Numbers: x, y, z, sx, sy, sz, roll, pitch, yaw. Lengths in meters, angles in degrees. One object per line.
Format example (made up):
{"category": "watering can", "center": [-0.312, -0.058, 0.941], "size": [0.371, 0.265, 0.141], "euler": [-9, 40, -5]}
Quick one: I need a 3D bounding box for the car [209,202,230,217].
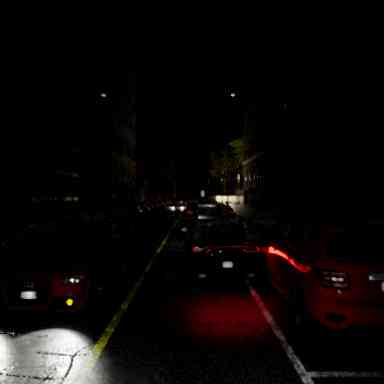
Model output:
{"category": "car", "center": [2.782, 1.777, 34.387], "size": [1.802, 1.307, 4.206], "euler": [0, 0, 0]}

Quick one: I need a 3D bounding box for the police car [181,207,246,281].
{"category": "police car", "center": [0.717, 1.483, 10.247], "size": [1.930, 1.638, 5.238], "euler": [0, 0, -2]}

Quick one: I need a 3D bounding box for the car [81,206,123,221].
{"category": "car", "center": [-5.315, 1.651, 17.863], "size": [2.008, 1.369, 4.403], "euler": [0, 0, 0]}

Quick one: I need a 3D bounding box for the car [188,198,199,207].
{"category": "car", "center": [0.263, 1.892, 61.544], "size": [1.812, 1.442, 4.674], "euler": [0, 0, 0]}

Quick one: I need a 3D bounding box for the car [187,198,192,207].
{"category": "car", "center": [0.202, 1.875, 47.145], "size": [1.895, 1.301, 4.718], "euler": [0, 0, 0]}

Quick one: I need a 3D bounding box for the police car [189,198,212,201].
{"category": "police car", "center": [0.934, 1.573, 26.282], "size": [1.930, 1.638, 5.238], "euler": [0, 0, 0]}

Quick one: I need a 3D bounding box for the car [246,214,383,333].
{"category": "car", "center": [2.663, 1.354, 6.798], "size": [2.192, 1.841, 5.009], "euler": [0, 0, 0]}

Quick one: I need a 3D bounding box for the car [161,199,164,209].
{"category": "car", "center": [-5.196, 1.788, 45.286], "size": [1.752, 1.417, 4.829], "euler": [0, 0, 0]}

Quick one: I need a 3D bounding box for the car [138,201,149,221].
{"category": "car", "center": [-5.267, 1.728, 28.900], "size": [1.947, 1.339, 4.313], "euler": [0, 0, 0]}

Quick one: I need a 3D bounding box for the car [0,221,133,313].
{"category": "car", "center": [-2.820, 1.608, 7.745], "size": [1.994, 1.385, 4.181], "euler": [0, 0, 0]}

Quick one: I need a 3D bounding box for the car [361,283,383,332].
{"category": "car", "center": [2.638, 1.590, 1.278], "size": [1.802, 1.307, 4.206], "euler": [0, 0, 0]}

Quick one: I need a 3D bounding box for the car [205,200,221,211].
{"category": "car", "center": [2.830, 1.808, 45.423], "size": [1.887, 1.381, 4.507], "euler": [0, 0, 0]}

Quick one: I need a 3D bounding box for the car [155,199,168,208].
{"category": "car", "center": [-5.147, 1.916, 56.493], "size": [1.802, 1.307, 4.206], "euler": [0, 0, 0]}

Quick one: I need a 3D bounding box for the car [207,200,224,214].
{"category": "car", "center": [2.807, 1.755, 40.076], "size": [1.752, 1.417, 4.829], "euler": [0, 0, 0]}

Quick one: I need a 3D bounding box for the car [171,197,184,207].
{"category": "car", "center": [-2.529, 1.697, 58.435], "size": [2.097, 1.767, 4.553], "euler": [0, 0, 1]}

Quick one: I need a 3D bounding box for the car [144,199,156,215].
{"category": "car", "center": [-5.243, 1.745, 34.418], "size": [2.008, 1.369, 4.403], "euler": [0, 0, 0]}

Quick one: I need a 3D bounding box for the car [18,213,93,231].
{"category": "car", "center": [-5.339, 1.651, 12.344], "size": [1.802, 1.307, 4.206], "euler": [0, 0, 0]}

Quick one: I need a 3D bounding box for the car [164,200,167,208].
{"category": "car", "center": [-5.171, 1.739, 50.975], "size": [1.967, 1.590, 4.097], "euler": [0, 0, 0]}

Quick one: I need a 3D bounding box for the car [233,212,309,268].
{"category": "car", "center": [2.683, 1.596, 12.483], "size": [1.752, 1.417, 4.829], "euler": [0, 0, 0]}

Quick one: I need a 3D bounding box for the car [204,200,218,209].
{"category": "car", "center": [2.854, 1.880, 50.941], "size": [1.802, 1.307, 4.206], "euler": [0, 0, 0]}

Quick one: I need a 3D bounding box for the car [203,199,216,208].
{"category": "car", "center": [2.878, 1.900, 56.460], "size": [1.947, 1.339, 4.313], "euler": [0, 0, 0]}

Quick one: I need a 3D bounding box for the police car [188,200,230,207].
{"category": "police car", "center": [0.908, 1.539, 20.282], "size": [1.930, 1.638, 5.238], "euler": [0, 0, 0]}

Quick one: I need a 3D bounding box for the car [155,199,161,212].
{"category": "car", "center": [-5.219, 1.669, 39.938], "size": [1.967, 1.590, 4.097], "euler": [0, 0, 0]}

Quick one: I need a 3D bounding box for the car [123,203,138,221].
{"category": "car", "center": [-5.291, 1.676, 23.382], "size": [1.887, 1.381, 4.507], "euler": [0, 0, 0]}
